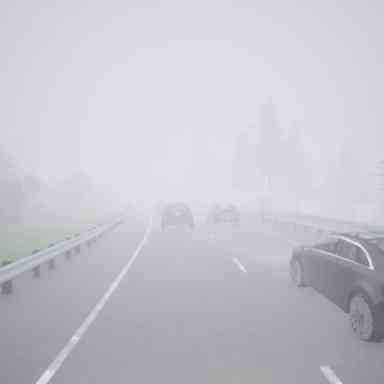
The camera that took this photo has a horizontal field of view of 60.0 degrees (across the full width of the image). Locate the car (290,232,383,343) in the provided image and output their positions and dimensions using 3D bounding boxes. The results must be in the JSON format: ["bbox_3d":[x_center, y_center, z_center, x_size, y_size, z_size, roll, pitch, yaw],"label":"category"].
[{"bbox_3d":[3.433,1.521,6.493,2.128,1.511,4.902,0,0,-2],"label":"car"}]

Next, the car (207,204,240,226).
[{"bbox_3d":[2.249,1.623,24.738,2.128,1.511,4.902,0,0,-6],"label":"car"}]

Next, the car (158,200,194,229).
[{"bbox_3d":[-1.105,1.480,22.975,2.097,1.767,4.553,0,0,-5],"label":"car"}]

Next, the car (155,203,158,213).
[{"bbox_3d":[-3.429,1.720,40.644,2.128,1.511,4.902,0,0,-9],"label":"car"}]
